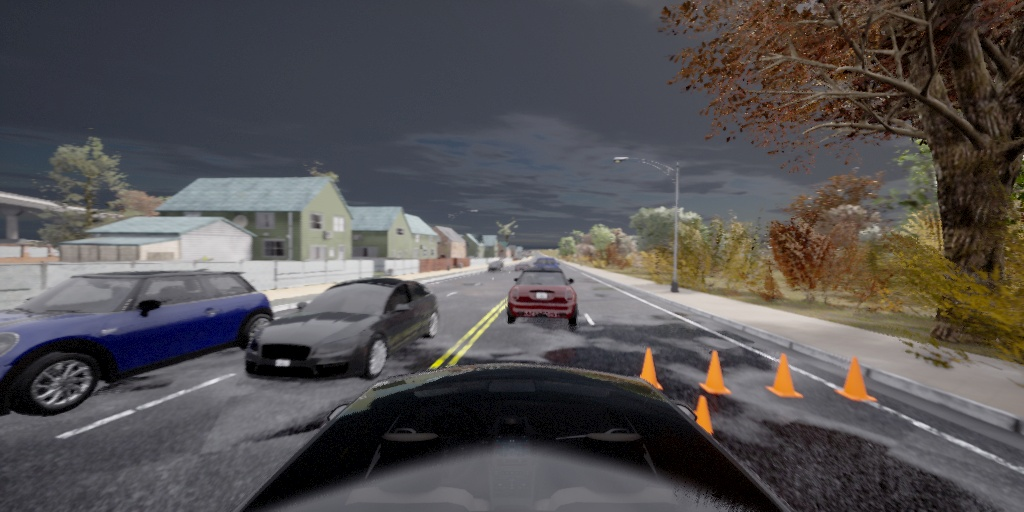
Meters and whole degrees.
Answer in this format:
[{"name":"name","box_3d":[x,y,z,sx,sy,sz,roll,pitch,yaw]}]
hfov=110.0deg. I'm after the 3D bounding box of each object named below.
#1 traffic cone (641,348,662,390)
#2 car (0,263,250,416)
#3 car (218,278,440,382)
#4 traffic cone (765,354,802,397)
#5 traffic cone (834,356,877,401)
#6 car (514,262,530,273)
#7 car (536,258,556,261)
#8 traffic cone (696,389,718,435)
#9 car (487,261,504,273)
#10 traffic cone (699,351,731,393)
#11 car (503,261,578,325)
[{"name":"traffic cone","box_3d":[2.159,1.761,5.684,0.340,0.580,0.340,0,0,6]},{"name":"car","box_3d":[-6.321,1.023,5.861,2.097,1.767,4.553,1,0,6]},{"name":"car","box_3d":[-2.909,1.239,7.348,1.837,1.490,4.892,1,0,6]},{"name":"traffic cone","box_3d":[4.147,1.792,5.484,0.340,0.580,0.340,0,0,6]},{"name":"traffic cone","box_3d":[5.142,1.807,5.382,0.340,0.580,0.340,0,0,6]},{"name":"car","box_3d":[1.489,1.558,50.606,1.994,1.385,4.181,1,0,6]},{"name":"car","box_3d":[3.059,1.166,32.006,2.150,2.045,5.566,1,0,6]},{"name":"traffic cone","box_3d":[1.957,1.747,3.695,0.340,0.580,0.340,0,0,6]},{"name":"car","box_3d":[-2.061,1.434,47.863,1.837,1.490,4.892,1,-1,6]},{"name":"traffic cone","box_3d":[3.153,1.776,5.584,0.340,0.580,0.340,0,0,6]},{"name":"car","box_3d":[1.075,1.175,12.412,2.097,1.767,4.553,1,0,6]}]
